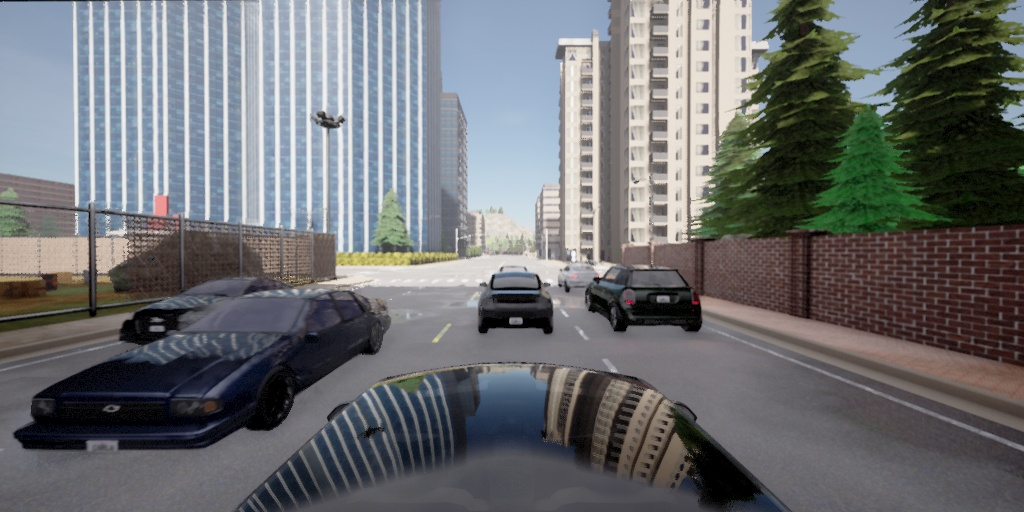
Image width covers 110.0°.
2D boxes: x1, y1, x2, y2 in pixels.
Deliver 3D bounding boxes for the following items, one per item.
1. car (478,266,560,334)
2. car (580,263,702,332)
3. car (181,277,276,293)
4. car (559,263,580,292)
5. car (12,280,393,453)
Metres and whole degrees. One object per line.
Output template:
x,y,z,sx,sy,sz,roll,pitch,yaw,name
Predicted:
0.090,1.176,10.332,1.837,1.490,4.892,0,0,0,car
3.595,1.022,10.648,2.097,1.767,4.553,0,1,0,car
-7.086,1.246,9.152,1.994,1.385,4.181,0,1,0,car
3.611,1.114,19.477,1.812,1.442,4.674,0,1,0,car
-3.594,1.260,5.807,2.033,1.411,5.357,0,1,0,car
